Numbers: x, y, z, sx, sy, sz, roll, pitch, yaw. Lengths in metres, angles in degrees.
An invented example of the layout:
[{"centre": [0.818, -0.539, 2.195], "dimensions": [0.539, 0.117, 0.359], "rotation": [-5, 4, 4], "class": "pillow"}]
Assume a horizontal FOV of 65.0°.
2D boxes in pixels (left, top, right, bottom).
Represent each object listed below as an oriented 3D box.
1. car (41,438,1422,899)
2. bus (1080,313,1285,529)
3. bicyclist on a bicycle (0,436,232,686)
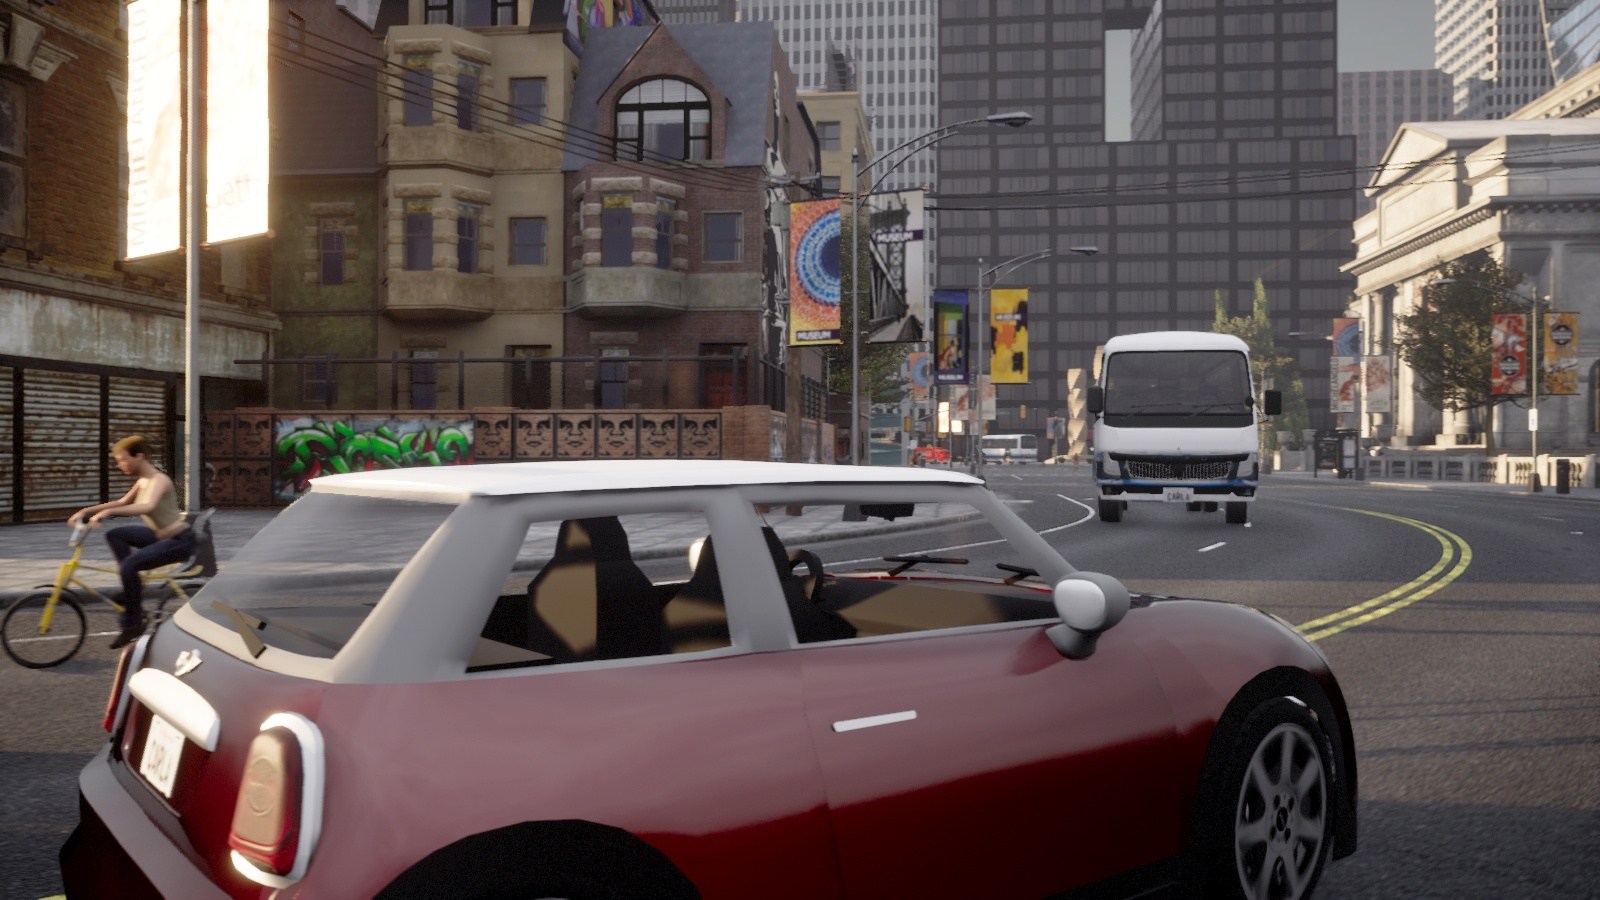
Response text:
[{"centre": [0.010, 0.723, 3.870], "dimensions": [3.806, 1.475, 1.970], "rotation": [0, 0, -38], "class": "car"}, {"centre": [8.754, -0.555, 30.140], "dimensions": [3.944, 4.253, 10.273], "rotation": [0, 0, 13], "class": "bus"}, {"centre": [-4.945, 0.725, 8.878], "dimensions": [1.509, 1.612, 0.866], "rotation": [0, -1, -39], "class": "bicyclist on a bicycle"}]
